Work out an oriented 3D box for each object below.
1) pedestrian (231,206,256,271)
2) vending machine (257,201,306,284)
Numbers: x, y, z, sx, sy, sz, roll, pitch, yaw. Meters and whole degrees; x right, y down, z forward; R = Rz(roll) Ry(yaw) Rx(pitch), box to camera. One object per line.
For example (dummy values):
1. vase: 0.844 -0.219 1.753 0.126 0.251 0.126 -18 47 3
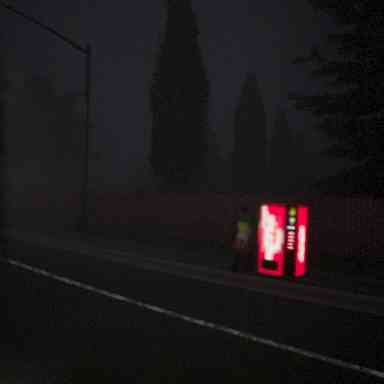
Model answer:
1. pedestrian: 1.465 1.269 9.396 0.375 1.860 0.375 2 2 38
2. vending machine: 2.531 1.337 9.327 0.880 2.100 1.100 2 -1 37
